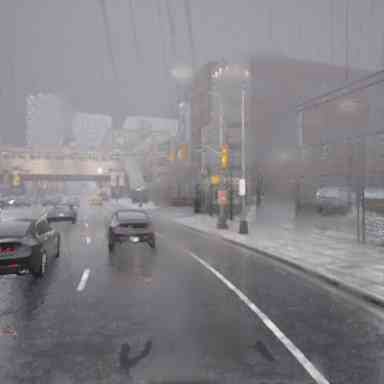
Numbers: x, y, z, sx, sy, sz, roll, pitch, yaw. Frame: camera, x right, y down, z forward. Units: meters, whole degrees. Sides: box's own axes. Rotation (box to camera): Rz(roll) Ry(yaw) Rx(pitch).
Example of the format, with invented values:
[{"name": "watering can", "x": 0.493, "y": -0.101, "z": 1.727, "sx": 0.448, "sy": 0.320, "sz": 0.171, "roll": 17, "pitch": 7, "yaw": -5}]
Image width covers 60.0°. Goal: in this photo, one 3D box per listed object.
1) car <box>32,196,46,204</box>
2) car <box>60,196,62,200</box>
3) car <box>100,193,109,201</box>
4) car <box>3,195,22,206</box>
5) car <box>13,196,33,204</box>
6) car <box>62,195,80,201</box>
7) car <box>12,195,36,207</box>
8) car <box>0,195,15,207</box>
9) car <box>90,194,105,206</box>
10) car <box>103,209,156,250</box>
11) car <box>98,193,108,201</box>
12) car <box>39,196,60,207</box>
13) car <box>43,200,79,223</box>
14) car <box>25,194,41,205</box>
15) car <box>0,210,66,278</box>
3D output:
[{"name": "car", "x": -31.526, "y": 1.556, "z": 68.802, "sx": 2.128, "sy": 1.511, "sz": 4.902, "roll": 0, "pitch": 0, "yaw": -18}, {"name": "car", "x": -25.245, "y": 1.585, "z": 60.893, "sx": 1.994, "sy": 1.385, "sz": 4.181, "roll": 0, "pitch": 0, "yaw": -18}, {"name": "car", "x": -21.980, "y": 1.597, "z": 83.725, "sx": 1.895, "sy": 1.301, "sz": 4.718, "roll": 0, "pitch": 0, "yaw": -19}, {"name": "car", "x": -31.043, "y": 1.389, "z": 57.588, "sx": 2.185, "sy": 1.767, "sz": 4.553, "roll": 0, "pitch": 0, "yaw": -19}, {"name": "car", "x": -34.372, "y": 1.518, "z": 67.836, "sx": 2.231, "sy": 1.521, "sz": 4.892, "roll": 0, "pitch": 0, "yaw": -9}, {"name": "car", "x": -17.728, "y": 1.559, "z": 49.541, "sx": 2.033, "sy": 1.411, "sz": 5.357, "roll": 0, "pitch": 0, "yaw": -18}, {"name": "car", "x": -25.664, "y": 1.591, "z": 50.952, "sx": 1.994, "sy": 1.385, "sz": 4.181, "roll": 0, "pitch": 0, "yaw": -18}, {"name": "car", "x": -28.906, "y": 1.514, "z": 51.527, "sx": 2.097, "sy": 1.535, "sz": 5.008, "roll": 0, "pitch": 0, "yaw": -19}, {"name": "car", "x": -16.073, "y": 1.482, "z": 55.720, "sx": 1.882, "sy": 1.535, "sz": 5.008, "roll": 0, "pitch": 0, "yaw": -18}, {"name": "car", "x": -2.781, "y": 1.503, "z": 14.578, "sx": 1.837, "sy": 1.490, "sz": 4.892, "roll": 0, "pitch": 0, "yaw": -16}, {"name": "car", "x": -24.332, "y": 1.232, "z": 90.737, "sx": 2.435, "sy": 2.045, "sz": 5.566, "roll": 0, "pitch": 0, "yaw": -19}, {"name": "car", "x": -22.494, "y": 1.621, "z": 52.516, "sx": 1.895, "sy": 1.301, "sz": 4.718, "roll": 0, "pitch": 0, "yaw": -18}, {"name": "car", "x": -9.734, "y": 1.571, "z": 25.117, "sx": 1.994, "sy": 1.385, "sz": 4.181, "roll": 0, "pitch": 0, "yaw": -18}, {"name": "car", "x": -28.368, "y": 1.520, "z": 59.184, "sx": 2.128, "sy": 1.511, "sz": 4.902, "roll": 0, "pitch": 0, "yaw": -18}, {"name": "car", "x": -5.102, "y": 1.510, "z": 9.870, "sx": 1.837, "sy": 1.490, "sz": 4.892, "roll": 0, "pitch": 0, "yaw": -14}]
